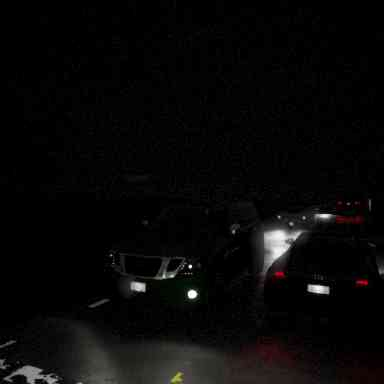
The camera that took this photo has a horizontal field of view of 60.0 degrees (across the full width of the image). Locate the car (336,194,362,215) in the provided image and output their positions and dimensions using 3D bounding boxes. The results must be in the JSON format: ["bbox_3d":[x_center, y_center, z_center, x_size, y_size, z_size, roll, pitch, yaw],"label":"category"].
[{"bbox_3d":[16.067,1.239,34.028,2.150,2.045,5.566,0,0,26],"label":"car"}]

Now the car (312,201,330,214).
[{"bbox_3d":[13.458,1.590,35.178,1.994,1.385,4.181,0,0,26],"label":"car"}]

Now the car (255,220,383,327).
[{"bbox_3d":[2.951,1.563,7.254,1.994,1.385,4.181,0,0,26],"label":"car"}]

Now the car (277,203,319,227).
[{"bbox_3d":[6.904,1.613,21.849,1.895,1.301,4.718,0,0,26],"label":"car"}]

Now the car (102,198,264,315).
[{"bbox_3d":[0.253,1.223,8.157,2.150,2.045,5.566,0,1,25],"label":"car"}]

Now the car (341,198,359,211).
[{"bbox_3d":[20.731,1.576,43.684,2.033,1.411,5.357,0,0,26],"label":"car"}]
